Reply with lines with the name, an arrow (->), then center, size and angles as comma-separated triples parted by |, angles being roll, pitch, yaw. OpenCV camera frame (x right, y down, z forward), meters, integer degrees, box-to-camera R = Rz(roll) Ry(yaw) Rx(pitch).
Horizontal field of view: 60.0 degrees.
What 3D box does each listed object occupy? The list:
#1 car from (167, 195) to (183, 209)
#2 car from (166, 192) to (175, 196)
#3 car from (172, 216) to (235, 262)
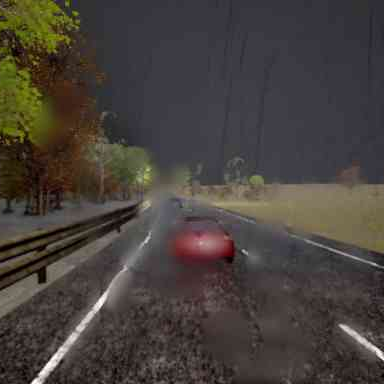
car -> -2.406, 1.555, 46.777 | 1.812, 1.442, 4.674 | 0, 0, -4
car -> -4.769, 1.372, 77.347 | 2.097, 1.767, 4.553 | 0, 0, -4
car -> 0.271, 1.579, 12.168 | 1.994, 1.385, 4.181 | 0, 0, -4
